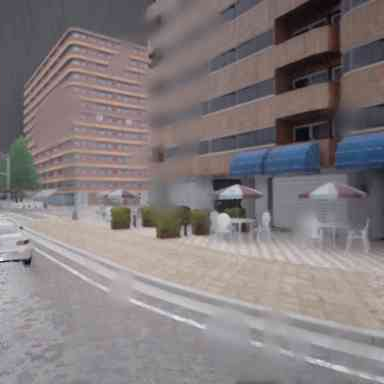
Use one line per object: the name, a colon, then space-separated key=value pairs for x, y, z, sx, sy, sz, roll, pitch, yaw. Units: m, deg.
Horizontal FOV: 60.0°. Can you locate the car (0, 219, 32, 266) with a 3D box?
car: x=-6.677 y=1.640 z=11.150 sx=1.812 sy=1.442 sz=4.674 roll=0 pitch=0 yaw=-36

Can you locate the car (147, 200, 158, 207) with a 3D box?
car: x=-4.758 y=1.895 z=52.329 sx=4.892 sy=1.490 sz=1.837 roll=0 pitch=-1 yaw=-36
